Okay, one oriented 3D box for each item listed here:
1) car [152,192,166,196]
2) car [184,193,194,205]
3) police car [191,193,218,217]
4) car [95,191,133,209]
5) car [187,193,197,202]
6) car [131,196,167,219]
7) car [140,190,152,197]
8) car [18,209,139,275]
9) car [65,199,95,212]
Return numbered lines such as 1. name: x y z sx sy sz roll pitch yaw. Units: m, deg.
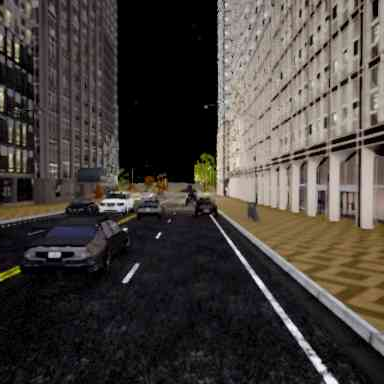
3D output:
1. car: -6.508 0.743 69.736 2.097 1.767 4.553 0 1 0
2. car: 0.004 1.109 47.425 1.837 1.490 4.892 0 0 0
3. police car: 1.135 1.195 28.232 1.930 1.638 5.238 0 0 0
4. car: -6.593 0.978 29.709 2.150 2.045 5.566 0 0 0
5. car: -0.007 0.992 60.749 1.837 1.490 4.892 0 0 0
6. car: -3.153 1.333 26.275 2.033 1.411 5.357 0 1 0
7. car: -9.758 0.521 71.891 2.150 2.045 5.566 0 1 0
8. car: -3.156 1.466 10.134 2.033 1.411 5.357 0 0 0
9. car: -9.841 1.318 29.957 1.994 1.385 4.181 0 0 0
